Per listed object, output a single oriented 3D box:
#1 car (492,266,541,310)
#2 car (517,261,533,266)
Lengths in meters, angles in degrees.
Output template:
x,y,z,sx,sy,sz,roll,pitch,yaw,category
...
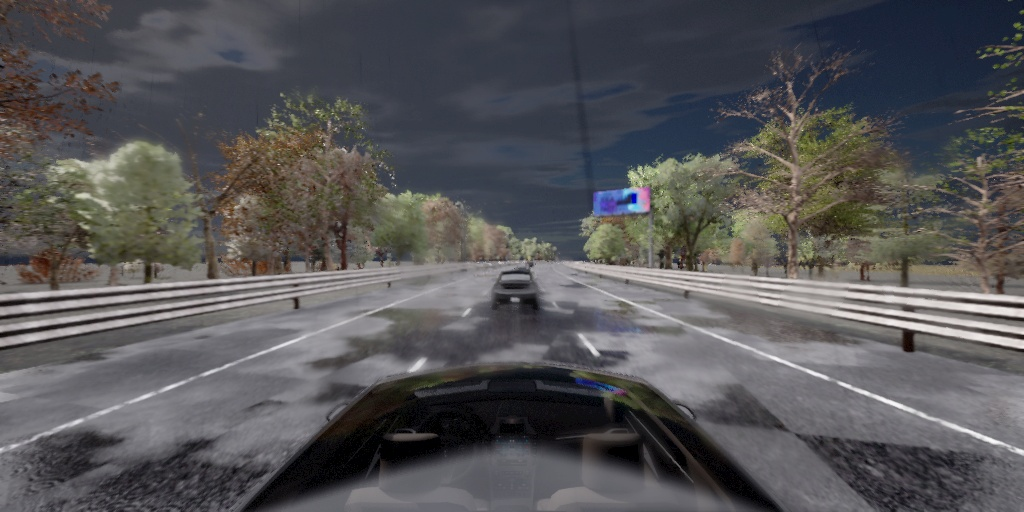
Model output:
x,y,z,sx,sy,sz,roll,pitch,yaw,category
0.179,1.364,15.398,1.837,1.490,4.892,0,0,1,car
1.449,1.738,47.597,1.895,1.301,4.718,0,0,3,car
